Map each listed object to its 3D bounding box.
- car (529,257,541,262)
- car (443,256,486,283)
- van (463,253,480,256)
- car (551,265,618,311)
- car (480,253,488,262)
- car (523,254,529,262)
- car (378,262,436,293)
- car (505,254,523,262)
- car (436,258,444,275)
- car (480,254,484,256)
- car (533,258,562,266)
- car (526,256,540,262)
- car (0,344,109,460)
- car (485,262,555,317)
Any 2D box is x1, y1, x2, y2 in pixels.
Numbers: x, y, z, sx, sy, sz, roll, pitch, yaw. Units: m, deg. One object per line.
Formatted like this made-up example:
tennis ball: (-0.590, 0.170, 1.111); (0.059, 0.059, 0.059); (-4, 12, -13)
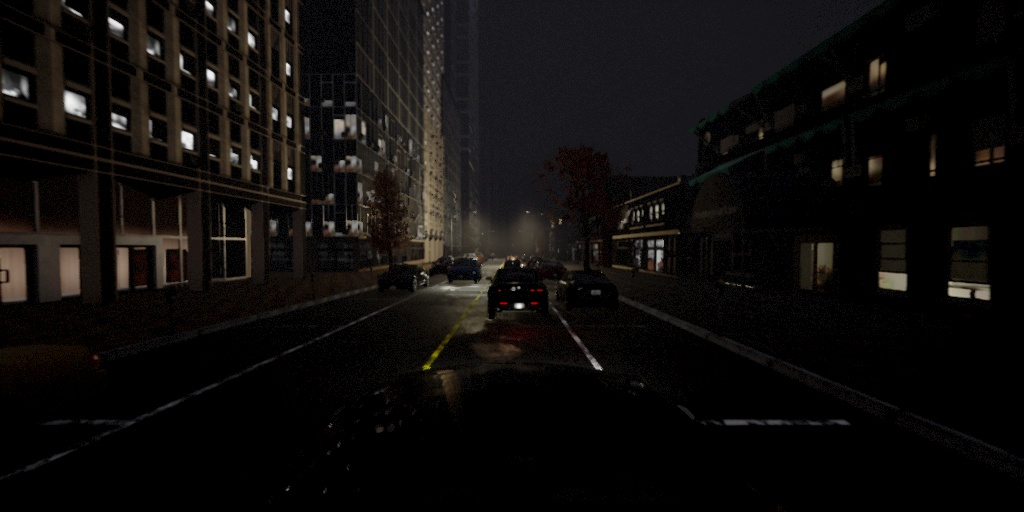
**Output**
car: (2.687, 0.993, 30.461); (1.802, 1.307, 4.207); (0, 0, 0)
car: (-3.099, 0.960, 24.439); (1.882, 1.535, 5.008); (0, 1, 0)
van: (-5.666, 0.554, 47.446); (1.690, 1.789, 3.998); (0, 0, 0)
car: (2.689, 1.177, 13.531); (1.948, 1.339, 4.313); (0, 0, 0)
car: (-5.706, 0.397, 58.734); (2.192, 1.841, 5.009); (0, 0, 0)
car: (2.685, 0.719, 41.748); (1.967, 1.591, 4.097); (0, 0, 0)
car: (-5.660, 1.109, 19.228); (1.948, 1.339, 4.313); (0, 0, 0)
car: (0.094, 0.803, 45.122); (1.994, 1.385, 4.181); (0, 1, 0)
car: (-5.661, 0.850, 30.516); (1.967, 1.591, 4.097); (0, 0, 0)
car: (-5.680, 0.698, 53.090); (2.007, 1.370, 4.403); (0, 0, 0)
car: (2.687, 1.023, 24.818); (1.888, 1.381, 4.507); (0, 0, 0)
car: (2.686, 0.870, 36.275); (1.751, 1.417, 4.829); (0, 0, 0)
car: (-5.658, 1.269, 2.127); (1.751, 1.417, 4.829); (0, 0, 0)
car: (0.139, 1.128, 12.484); (1.837, 1.490, 4.892); (0, 1, -2)
